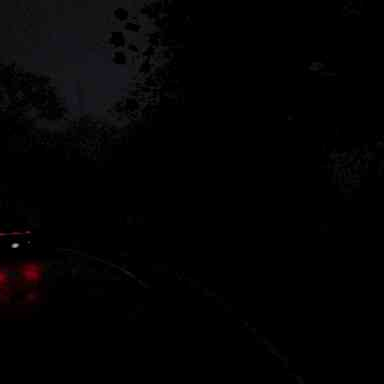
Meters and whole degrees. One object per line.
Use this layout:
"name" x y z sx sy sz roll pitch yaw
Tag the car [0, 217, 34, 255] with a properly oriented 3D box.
"car" -8.438 1.805 13.928 4.902 1.511 2.128 -1 -2 40
